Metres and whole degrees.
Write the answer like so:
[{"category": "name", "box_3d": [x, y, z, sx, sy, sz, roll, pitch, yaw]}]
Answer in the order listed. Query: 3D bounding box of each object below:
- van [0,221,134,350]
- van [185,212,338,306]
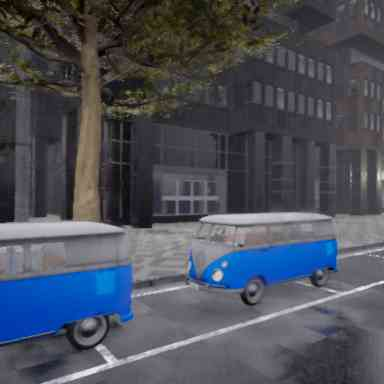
[{"category": "van", "box_3d": [-2.805, 1.344, 4.646, 3.998, 1.788, 1.690, 1, 0, -35]}, {"category": "van", "box_3d": [1.769, 1.400, 7.908, 3.998, 1.788, 1.690, 1, 0, -35]}]
